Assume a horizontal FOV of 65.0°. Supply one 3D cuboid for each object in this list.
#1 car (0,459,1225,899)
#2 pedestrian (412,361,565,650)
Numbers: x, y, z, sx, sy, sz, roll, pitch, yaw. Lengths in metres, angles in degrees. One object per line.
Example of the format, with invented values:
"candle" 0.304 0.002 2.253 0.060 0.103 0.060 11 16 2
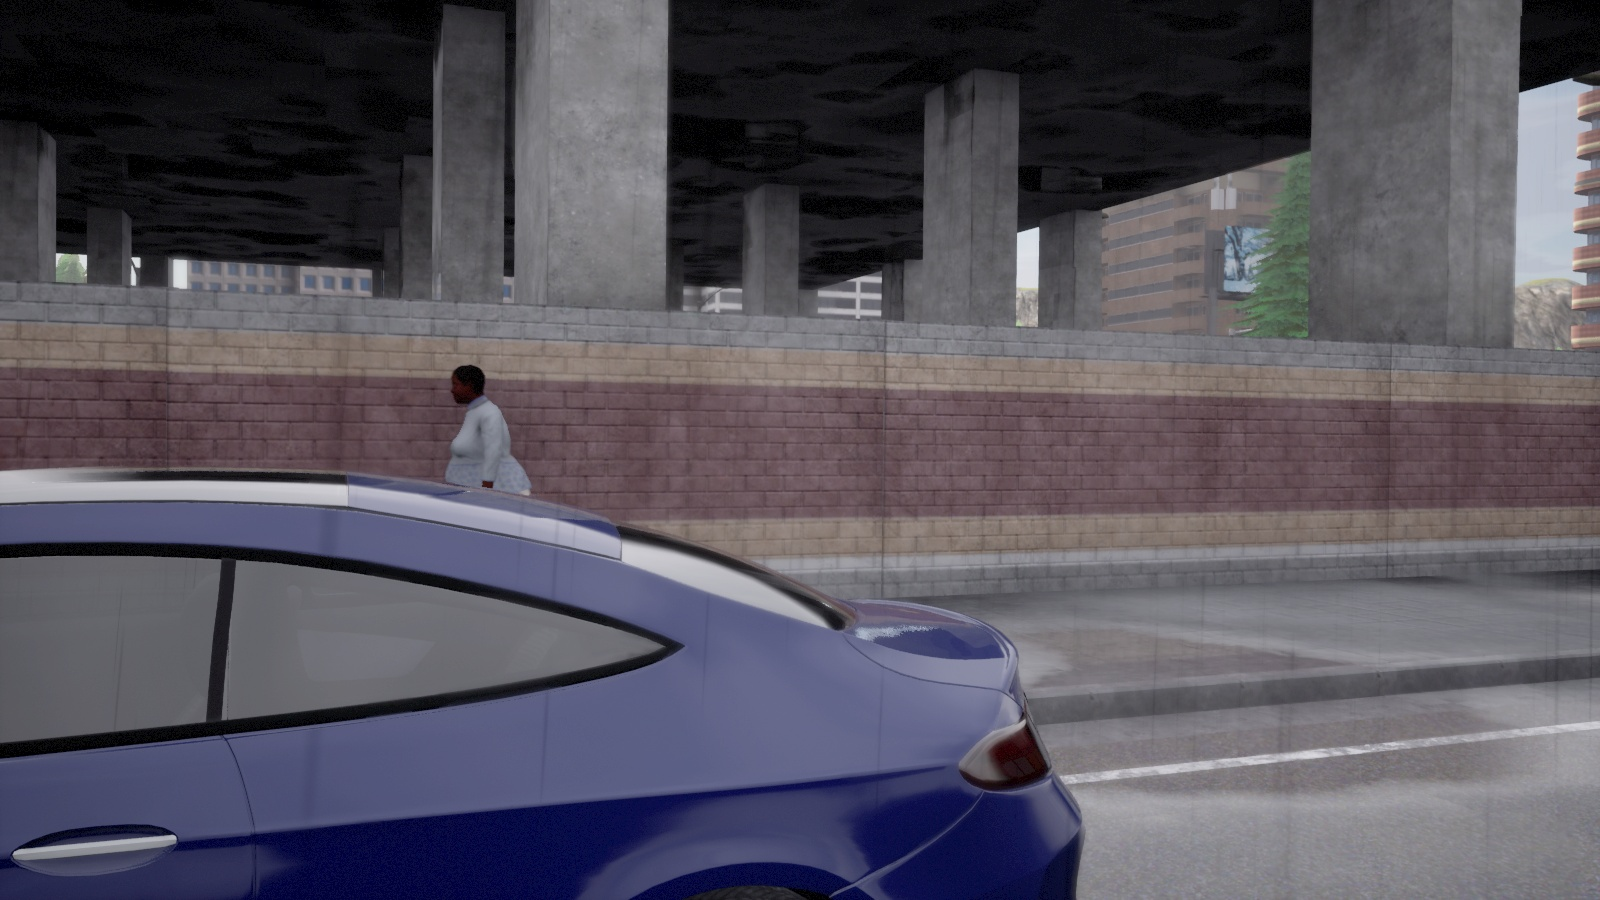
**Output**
"car" -1.621 0.799 2.622 4.674 1.442 1.812 -1 1 -21
"pedestrian" -2.151 0.345 8.607 0.900 1.855 0.874 -1 1 -20
